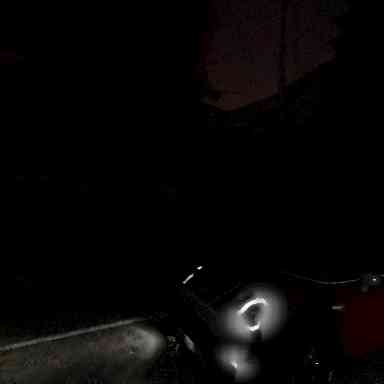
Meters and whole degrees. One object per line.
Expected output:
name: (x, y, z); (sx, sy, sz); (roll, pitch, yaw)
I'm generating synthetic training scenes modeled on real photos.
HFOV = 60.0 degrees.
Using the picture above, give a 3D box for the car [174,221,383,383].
car: (2.052, 1.258, 4.901); (4.553, 1.767, 2.097); (0, 2, -23)
